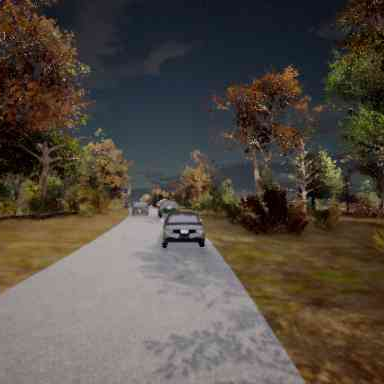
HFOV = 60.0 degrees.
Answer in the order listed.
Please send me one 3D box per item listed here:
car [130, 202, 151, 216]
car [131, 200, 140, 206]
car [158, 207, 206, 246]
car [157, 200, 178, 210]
[{"bbox_3d":[-5.694,1.839,36.726,1.837,1.490,4.892,1,-1,-8],"label":"car"},{"bbox_3d":[-13.050,2.561,76.581,1.994,1.385,4.181,1,-2,-11],"label":"car"},{"bbox_3d":[-0.460,1.618,15.537,2.033,1.411,5.357,0,0,-4],"label":"car"},{"bbox_3d":[-2.585,1.681,35.678,2.097,1.767,4.553,0,-1,-8],"label":"car"}]
